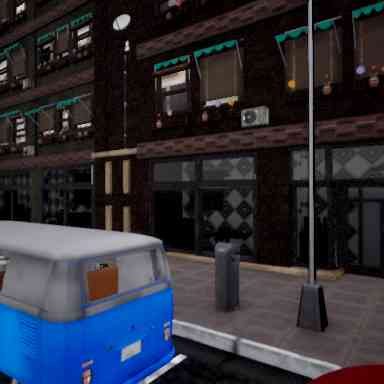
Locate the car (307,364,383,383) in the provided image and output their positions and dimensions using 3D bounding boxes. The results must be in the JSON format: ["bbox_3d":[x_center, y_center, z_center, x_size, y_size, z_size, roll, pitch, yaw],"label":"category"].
[{"bbox_3d":[2.503,1.541,1.096,4.507,1.381,1.887,0,0,35],"label":"car"}]

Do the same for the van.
[{"bbox_3d":[-2.106,1.339,4.384,3.998,1.788,1.690,0,0,36],"label":"van"}]
